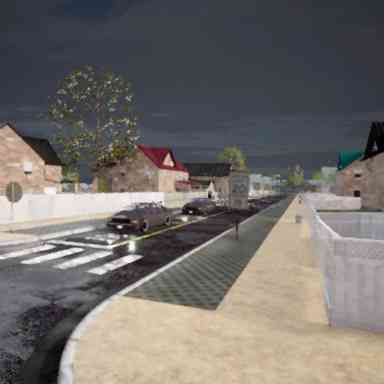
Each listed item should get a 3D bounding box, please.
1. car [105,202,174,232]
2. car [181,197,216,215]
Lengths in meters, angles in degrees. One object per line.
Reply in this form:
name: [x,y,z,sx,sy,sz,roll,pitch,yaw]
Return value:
car: [-2.680,1.285,18.736,2.033,1.411,5.357,3,1,18]
car: [0.738,1.182,29.192,2.033,1.411,5.357,3,1,18]
